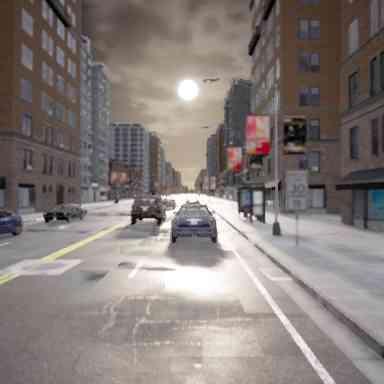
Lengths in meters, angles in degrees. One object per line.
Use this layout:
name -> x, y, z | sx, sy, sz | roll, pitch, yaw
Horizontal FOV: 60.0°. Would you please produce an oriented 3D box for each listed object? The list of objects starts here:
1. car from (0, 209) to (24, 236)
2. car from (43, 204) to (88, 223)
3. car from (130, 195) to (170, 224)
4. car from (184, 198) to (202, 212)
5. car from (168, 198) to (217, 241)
car -> -9.827, 1.539, 15.904 | 1.812, 1.442, 4.674 | 0, 0, 0
car -> -9.760, 1.624, 25.895 | 1.895, 1.301, 4.718 | 0, 0, 0
car -> -3.153, 1.244, 24.892 | 2.150, 2.045, 5.566 | 0, 0, 0
car -> 0.095, 1.531, 41.052 | 2.128, 1.511, 4.902 | 0, 0, 0
car -> 0.097, 1.366, 16.755 | 2.097, 1.767, 4.553 | 0, 0, 0
